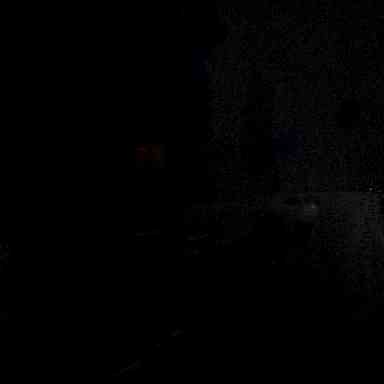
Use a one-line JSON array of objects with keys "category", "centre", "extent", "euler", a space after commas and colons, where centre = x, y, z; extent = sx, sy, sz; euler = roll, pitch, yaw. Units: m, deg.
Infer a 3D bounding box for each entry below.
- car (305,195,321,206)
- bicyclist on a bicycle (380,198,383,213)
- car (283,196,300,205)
[{"category": "car", "centre": [18.350, 1.279, 50.263], "extent": [2.128, 1.511, 4.902], "euler": [1, 1, 28]}, {"category": "bicyclist on a bicycle", "centre": [20.405, 1.482, 35.569], "extent": [0.582, 1.620, 1.656], "euler": [1, 1, 28]}, {"category": "car", "centre": [15.469, 1.338, 51.772], "extent": [1.895, 1.301, 4.718], "euler": [1, 1, 28]}]
